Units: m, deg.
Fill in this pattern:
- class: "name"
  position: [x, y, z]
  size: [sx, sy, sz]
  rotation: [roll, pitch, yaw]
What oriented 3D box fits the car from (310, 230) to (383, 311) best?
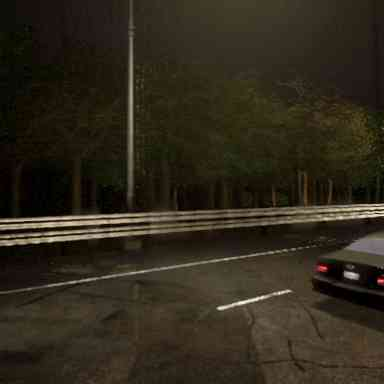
- class: "car"
  position: [4.938, 1.546, 7.344]
  size: [5.357, 1.411, 2.033]
  rotation: [0, 0, -34]
